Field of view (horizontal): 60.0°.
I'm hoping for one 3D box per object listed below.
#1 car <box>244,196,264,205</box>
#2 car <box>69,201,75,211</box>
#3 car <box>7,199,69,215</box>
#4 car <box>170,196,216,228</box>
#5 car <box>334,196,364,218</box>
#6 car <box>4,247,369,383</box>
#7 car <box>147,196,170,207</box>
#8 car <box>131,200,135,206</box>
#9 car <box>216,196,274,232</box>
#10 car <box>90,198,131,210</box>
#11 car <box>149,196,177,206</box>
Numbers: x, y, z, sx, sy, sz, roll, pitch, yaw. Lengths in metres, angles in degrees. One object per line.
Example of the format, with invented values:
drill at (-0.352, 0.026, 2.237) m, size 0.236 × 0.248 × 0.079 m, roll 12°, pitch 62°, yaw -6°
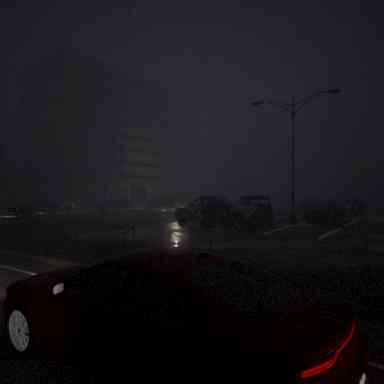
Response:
car at (11.504, 1.526, 61.500) m, size 1.812 × 1.442 × 4.674 m, roll 0°, pitch 0°, yaw 34°
car at (-16.171, 1.526, 39.429) m, size 1.812 × 1.442 × 4.674 m, roll 0°, pitch 0°, yaw 34°
car at (-15.720, 1.547, 33.841) m, size 2.033 × 1.411 × 5.357 m, roll 0°, pitch 0°, yaw 34°
car at (0.948, 1.153, 20.726) m, size 1.932 × 1.855 × 4.605 m, roll 0°, pitch 0°, yaw 34°
car at (15.339, 1.395, 32.016) m, size 1.970 × 1.475 × 3.806 m, roll 0°, pitch 0°, yaw 34°
car at (-0.525, 1.478, 4.363) m, size 5.008 × 1.535 × 1.882 m, roll 0°, pitch 0°, yaw 35°
car at (-4.704, 1.492, 50.233) m, size 2.128 × 1.511 × 4.902 m, roll 0°, pitch 0°, yaw 34°
car at (-10.510, 1.547, 47.885) m, size 2.033 × 1.411 × 5.357 m, roll 0°, pitch 0°, yaw 33°
car at (3.316, 1.156, 19.060) m, size 1.905 × 1.878 × 3.866 m, roll 0°, pitch 0°, yaw 34°
car at (-10.378, 1.601, 41.803) m, size 1.895 × 1.301 × 4.718 m, roll 0°, pitch 0°, yaw 34°
car at (-4.803, 1.492, 56.322) m, size 2.128 × 1.511 × 4.902 m, roll 0°, pitch 0°, yaw 34°
